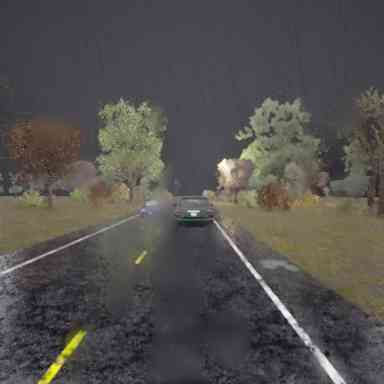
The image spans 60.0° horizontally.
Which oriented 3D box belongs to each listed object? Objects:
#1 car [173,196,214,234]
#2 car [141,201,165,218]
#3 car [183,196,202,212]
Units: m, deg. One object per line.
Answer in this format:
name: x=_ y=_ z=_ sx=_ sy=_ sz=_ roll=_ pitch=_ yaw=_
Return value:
car: x=0.088 y=1.231 z=19.578 sx=2.150 sy=2.045 sz=5.566 roll=0 pitch=0 yaw=0
car: x=-3.519 y=1.544 z=30.551 sx=1.812 sy=1.442 sz=4.674 roll=0 pitch=0 yaw=0
car: x=0.077 y=1.388 z=39.329 sx=2.097 sy=1.767 sz=4.553 roll=0 pitch=0 yaw=0
